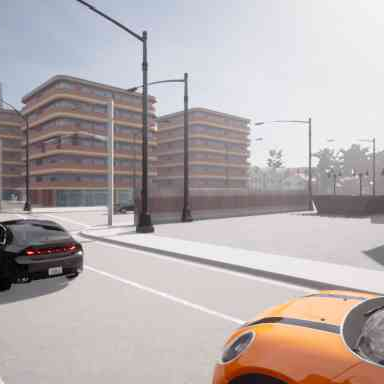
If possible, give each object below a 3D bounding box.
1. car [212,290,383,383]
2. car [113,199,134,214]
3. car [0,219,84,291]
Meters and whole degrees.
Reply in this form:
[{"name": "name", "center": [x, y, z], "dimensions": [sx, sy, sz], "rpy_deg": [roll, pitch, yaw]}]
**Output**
[{"name": "car", "center": [2.331, 1.352, 2.292], "dimensions": [4.553, 1.767, 2.097], "rpy_deg": [0, 0, 40]}, {"name": "car", "center": [-6.353, 1.491, 34.956], "dimensions": [4.902, 1.511, 2.128], "rpy_deg": [0, 0, -44]}, {"name": "car", "center": [-4.696, 1.505, 9.148], "dimensions": [1.837, 1.490, 4.892], "rpy_deg": [0, 0, -43]}]
